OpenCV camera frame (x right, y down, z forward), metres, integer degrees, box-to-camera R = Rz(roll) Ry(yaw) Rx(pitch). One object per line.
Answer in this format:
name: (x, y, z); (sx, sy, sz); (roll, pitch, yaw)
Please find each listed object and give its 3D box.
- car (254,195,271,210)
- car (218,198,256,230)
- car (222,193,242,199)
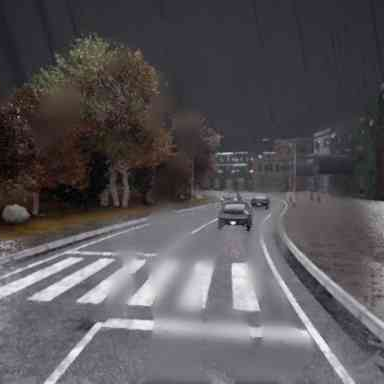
car: (7.920, 1.113, 38.066); (1.882, 1.535, 5.008); (1, 1, 17)
car: (2.726, 1.377, 20.152); (1.837, 1.490, 4.892); (1, 1, 12)
car: (4.932, 0.870, 41.179); (2.097, 1.767, 4.553); (1, 1, 17)
